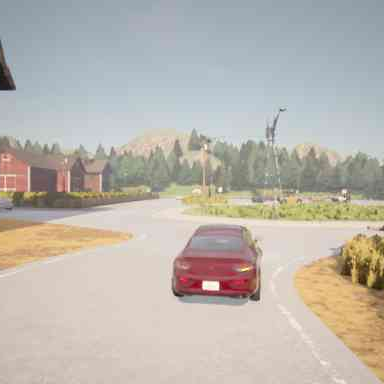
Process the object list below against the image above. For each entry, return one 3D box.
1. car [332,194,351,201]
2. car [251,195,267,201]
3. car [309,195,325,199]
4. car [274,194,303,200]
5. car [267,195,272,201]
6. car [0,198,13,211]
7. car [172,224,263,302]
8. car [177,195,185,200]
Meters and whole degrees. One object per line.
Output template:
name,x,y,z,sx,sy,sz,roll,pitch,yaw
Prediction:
car,31.715,1.309,70.629,3.866,1.878,1.905,0,0,3
car,13.389,1.543,68.546,2.033,1.411,5.357,0,0,2
car,31.798,1.501,84.123,4.193,1.474,1.816,0,0,3
car,17.985,1.307,61.090,4.605,1.855,1.932,0,0,3
car,18.890,1.516,83.552,3.905,1.438,1.784,0,0,3
car,-22.255,1.395,37.643,4.674,1.442,1.812,0,0,27
car,0.754,1.525,8.275,1.812,1.442,4.674,0,0,10
car,-2.911,1.590,90.287,1.895,1.301,4.718,0,0,3
